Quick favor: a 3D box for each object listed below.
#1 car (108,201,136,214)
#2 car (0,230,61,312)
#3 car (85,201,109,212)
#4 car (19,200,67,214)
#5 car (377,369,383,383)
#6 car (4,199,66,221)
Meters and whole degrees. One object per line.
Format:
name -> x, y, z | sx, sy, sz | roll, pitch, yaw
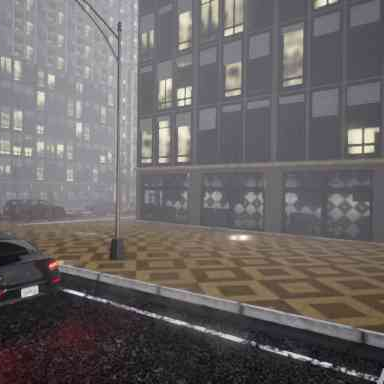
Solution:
car -> -6.930, 1.829, 38.425 | 1.752, 1.417, 4.829 | 1, 0, 36
car -> -4.630, 1.522, 6.976 | 4.674, 1.442, 1.812 | 0, 0, 35
car -> -11.414, 1.777, 42.088 | 1.994, 1.385, 4.181 | 1, 0, 36
car -> -17.226, 1.641, 38.582 | 1.752, 1.417, 4.829 | 1, 0, 36
car -> 3.259, 1.353, 1.362 | 4.553, 1.767, 2.097 | 0, 0, 35
car -> -13.722, 1.518, 29.209 | 2.192, 1.841, 5.009 | 1, 0, 36
